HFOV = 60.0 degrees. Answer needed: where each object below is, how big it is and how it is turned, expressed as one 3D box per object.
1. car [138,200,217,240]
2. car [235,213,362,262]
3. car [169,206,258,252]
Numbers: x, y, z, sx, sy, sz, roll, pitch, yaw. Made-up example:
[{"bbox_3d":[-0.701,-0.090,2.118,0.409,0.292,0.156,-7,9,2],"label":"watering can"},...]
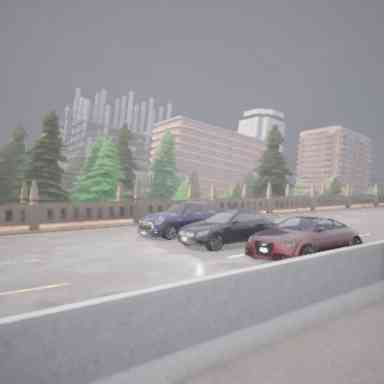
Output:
[{"bbox_3d":[-0.393,1.288,16.608,4.553,1.767,2.097,0,0,-35],"label":"car"},{"bbox_3d":[3.733,1.498,10.953,4.181,1.385,1.994,-1,0,-35],"label":"car"},{"bbox_3d":[1.615,1.461,13.740,4.674,1.442,1.812,-1,0,-35],"label":"car"}]
